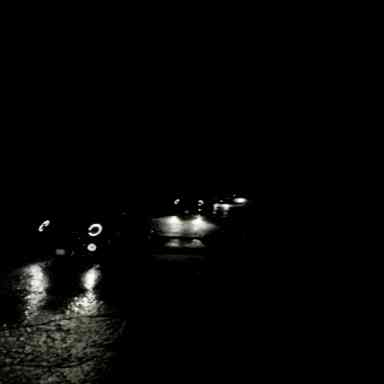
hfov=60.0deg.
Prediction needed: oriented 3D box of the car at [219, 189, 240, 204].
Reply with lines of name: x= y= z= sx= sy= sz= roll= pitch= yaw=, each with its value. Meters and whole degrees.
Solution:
car: x=3.712 y=0.523 z=37.261 sx=2.033 sy=1.411 sz=5.357 roll=2 pitch=2 yaw=14

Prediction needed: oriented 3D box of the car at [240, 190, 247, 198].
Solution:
car: x=7.306 y=0.274 z=51.309 sx=1.895 sy=1.301 sz=4.718 roll=3 pitch=2 yaw=14

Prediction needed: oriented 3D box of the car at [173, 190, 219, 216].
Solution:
car: x=0.235 y=0.634 z=23.352 sx=2.097 sy=1.767 sz=4.553 roll=2 pitch=2 yaw=14

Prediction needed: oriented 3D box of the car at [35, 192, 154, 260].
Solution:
car: x=-2.891 y=0.923 z=10.864 sx=2.097 sy=1.767 sz=4.553 roll=2 pitch=2 yaw=14
